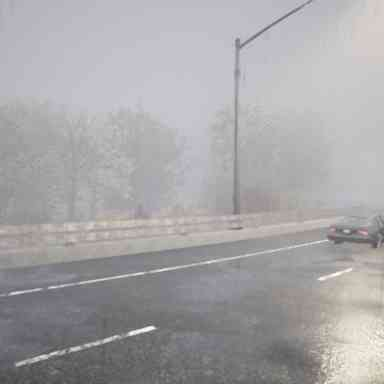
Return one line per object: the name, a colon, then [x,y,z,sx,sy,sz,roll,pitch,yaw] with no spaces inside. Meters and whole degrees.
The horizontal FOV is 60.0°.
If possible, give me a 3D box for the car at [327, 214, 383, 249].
car: [8.260,1.732,15.718,2.033,1.411,5.357,0,-1,45]
